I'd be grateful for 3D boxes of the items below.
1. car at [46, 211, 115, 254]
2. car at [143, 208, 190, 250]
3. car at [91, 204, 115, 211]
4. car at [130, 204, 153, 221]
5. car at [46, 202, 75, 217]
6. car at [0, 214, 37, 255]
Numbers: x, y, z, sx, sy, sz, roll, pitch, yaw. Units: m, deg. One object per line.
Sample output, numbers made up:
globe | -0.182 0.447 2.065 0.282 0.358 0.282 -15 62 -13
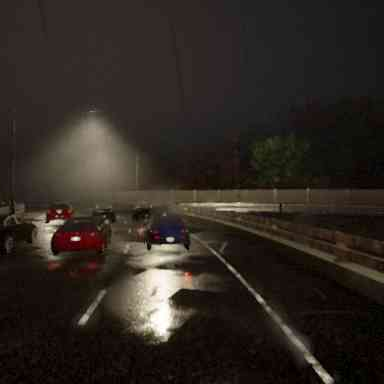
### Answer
car | -4.597 1.726 14.307 1.994 1.385 4.181 0 -1 -8
car | -1.201 1.693 15.244 1.812 1.442 4.674 0 0 -9
car | -7.930 1.825 29.802 2.128 1.511 4.902 0 -1 -17
car | -4.550 1.831 30.713 2.128 1.511 4.902 0 -1 -17
car | -11.286 1.676 28.805 2.097 1.767 4.553 0 -1 -17
car | -8.086 1.654 13.995 2.128 1.511 4.902 0 0 -8
